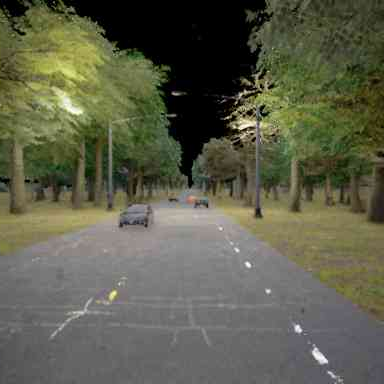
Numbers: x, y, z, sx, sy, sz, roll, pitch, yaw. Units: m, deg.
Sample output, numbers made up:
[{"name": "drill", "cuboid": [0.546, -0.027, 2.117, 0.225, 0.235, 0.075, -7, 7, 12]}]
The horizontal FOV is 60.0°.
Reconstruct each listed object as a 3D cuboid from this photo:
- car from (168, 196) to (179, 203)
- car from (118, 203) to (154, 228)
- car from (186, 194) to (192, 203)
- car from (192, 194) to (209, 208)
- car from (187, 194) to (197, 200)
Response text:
[{"name": "car", "cuboid": [-3.508, 1.392, 63.333, 1.895, 1.301, 4.718, 0, 0, 1]}, {"name": "car", "cuboid": [-3.594, 1.500, 22.053, 1.837, 1.490, 4.892, 0, 0, 0]}, {"name": "car", "cuboid": [0.012, 1.135, 62.114, 2.097, 1.767, 4.553, 0, 0, 0]}, {"name": "car", "cuboid": [1.232, 1.347, 43.996, 1.837, 1.490, 4.892, 0, 0, 0]}, {"name": "car", "cuboid": [0.014, 1.170, 79.473, 2.128, 1.511, 4.902, 0, 0, 0]}]
